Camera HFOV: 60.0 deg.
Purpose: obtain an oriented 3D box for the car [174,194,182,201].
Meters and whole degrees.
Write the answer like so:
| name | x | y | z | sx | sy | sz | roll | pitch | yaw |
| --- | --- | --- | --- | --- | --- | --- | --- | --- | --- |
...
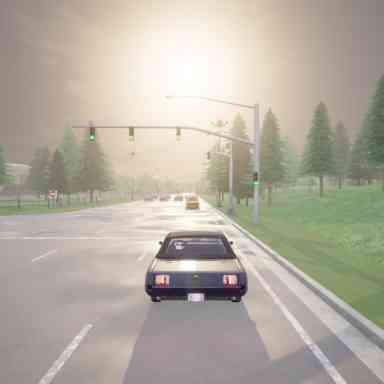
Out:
| name | x | y | z | sx | sy | sz | roll | pitch | yaw |
| --- | --- | --- | --- | --- | --- | --- | --- | --- | --- |
| car | -3.337 | 1.545 | 80.896 | 1.994 | 1.385 | 4.181 | 0 | 0 | 0 |

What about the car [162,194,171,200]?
| name | x | y | z | sx | sy | sz | roll | pitch | yaw |
| --- | --- | --- | --- | --- | --- | --- | --- | --- | --- |
| car | -6.817 | 1.372 | 90.907 | 2.033 | 1.411 | 5.357 | 0 | 0 | 0 |

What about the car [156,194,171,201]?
| name | x | y | z | sx | sy | sz | roll | pitch | yaw |
| --- | --- | --- | --- | --- | --- | --- | --- | --- | --- |
| car | -6.838 | 1.531 | 80.487 | 2.033 | 1.411 | 5.357 | 0 | 0 | 0 |

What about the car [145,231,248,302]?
| name | x | y | z | sx | sy | sz | roll | pitch | yaw |
| --- | --- | --- | --- | --- | --- | --- | --- | --- | --- |
| car | 0.095 | 1.601 | 8.185 | 1.895 | 1.301 | 4.718 | 0 | 0 | 1 |

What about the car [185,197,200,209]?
| name | x | y | z | sx | sy | sz | roll | pitch | yaw |
| --- | --- | --- | --- | --- | --- | --- | --- | --- | --- |
| car | 0.074 | 1.576 | 49.853 | 2.033 | 1.411 | 5.357 | -1 | 1 | 0 |

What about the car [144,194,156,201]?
| name | x | y | z | sx | sy | sz | roll | pitch | yaw |
| --- | --- | --- | --- | --- | --- | --- | --- | --- | --- |
| car | -10.338 | 1.531 | 80.494 | 2.033 | 1.411 | 5.357 | 0 | 0 | 0 |

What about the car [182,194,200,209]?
| name | x | y | z | sx | sy | sz | roll | pitch | yaw |
| --- | --- | --- | --- | --- | --- | --- | --- | --- | --- |
| car | -0.018 | 1.078 | 46.402 | 1.882 | 1.535 | 5.008 | -3 | 17 | -2 |

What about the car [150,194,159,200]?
| name | x | y | z | sx | sy | sz | roll | pitch | yaw |
| --- | --- | --- | --- | --- | --- | --- | --- | --- | --- |
| car | -10.317 | 1.332 | 90.914 | 1.837 | 1.490 | 4.892 | 0 | 0 | 0 |

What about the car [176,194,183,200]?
| name | x | y | z | sx | sy | sz | roll | pitch | yaw |
| --- | --- | --- | --- | --- | --- | --- | --- | --- | --- |
| car | -3.317 | 1.357 | 90.900 | 1.812 | 1.442 | 4.674 | 0 | 0 | 0 |
